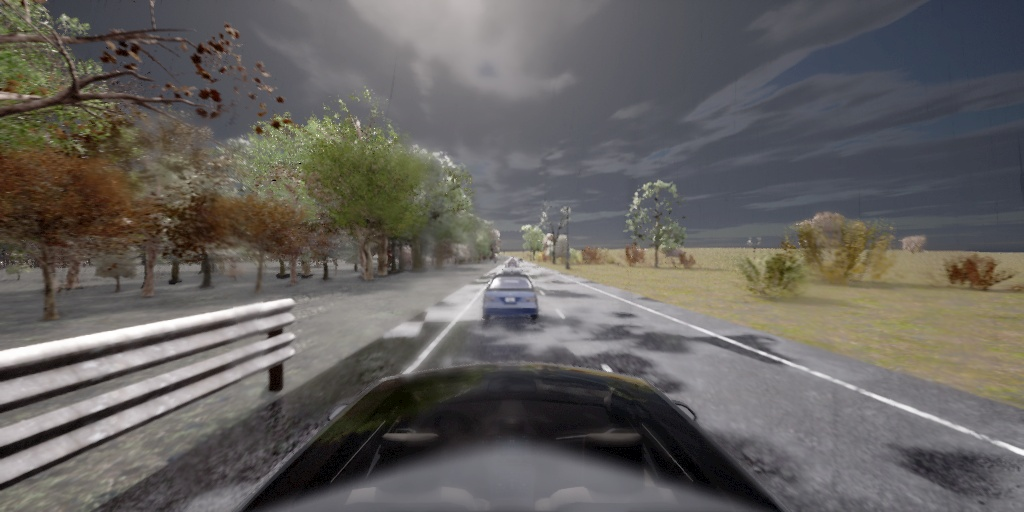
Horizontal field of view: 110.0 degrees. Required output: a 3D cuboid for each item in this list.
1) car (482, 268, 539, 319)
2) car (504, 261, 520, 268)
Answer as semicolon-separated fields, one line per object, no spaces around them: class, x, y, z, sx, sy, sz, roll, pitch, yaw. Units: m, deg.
car;-0.039;1.350;13.077;2.033;1.411;5.357;0;0;0
car;0.009;1.511;39.075;1.895;1.301;4.718;0;0;0
